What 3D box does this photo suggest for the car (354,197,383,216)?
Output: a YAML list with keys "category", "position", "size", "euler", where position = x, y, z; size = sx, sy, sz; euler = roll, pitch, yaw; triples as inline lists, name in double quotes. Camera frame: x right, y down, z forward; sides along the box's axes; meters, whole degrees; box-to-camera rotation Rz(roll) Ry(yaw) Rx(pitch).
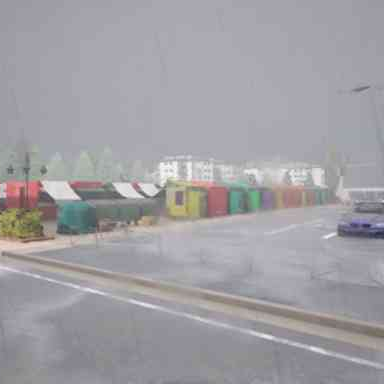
- category: "car"
  position: [19.020, 1.447, 35.715]
  size: [1.784, 1.438, 3.905]
  euler: [0, 0, 36]
